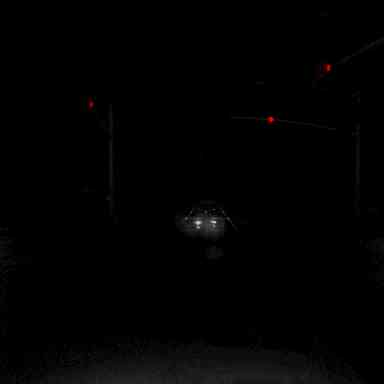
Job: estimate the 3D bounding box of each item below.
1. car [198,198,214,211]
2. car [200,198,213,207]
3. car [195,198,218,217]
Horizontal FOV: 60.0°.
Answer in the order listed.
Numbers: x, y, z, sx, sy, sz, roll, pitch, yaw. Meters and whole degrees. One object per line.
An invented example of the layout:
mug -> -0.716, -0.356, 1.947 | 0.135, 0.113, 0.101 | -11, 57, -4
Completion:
car -> 1.776, 1.470, 40.647 | 1.837, 1.490, 4.892 | 0, 0, 3
car -> 2.265, 1.566, 50.784 | 1.895, 1.301, 4.718 | 0, 0, 3
car -> 1.349, 1.491, 31.492 | 1.812, 1.442, 4.674 | 0, 0, 3
